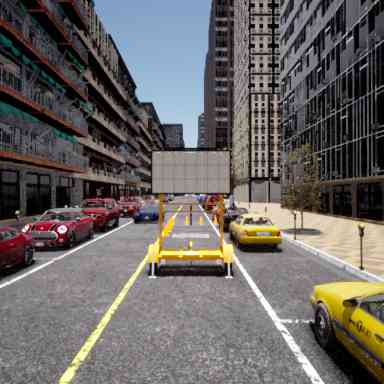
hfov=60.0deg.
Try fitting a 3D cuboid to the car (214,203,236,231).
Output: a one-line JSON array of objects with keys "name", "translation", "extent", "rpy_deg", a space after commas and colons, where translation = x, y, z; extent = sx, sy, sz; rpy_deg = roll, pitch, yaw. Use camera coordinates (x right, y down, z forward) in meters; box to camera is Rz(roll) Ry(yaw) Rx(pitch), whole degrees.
[{"name": "car", "translation": [2.621, 1.580, 20.221], "extent": [1.947, 1.339, 4.313], "rpy_deg": [0, 0, 0]}]

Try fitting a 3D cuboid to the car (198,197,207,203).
[{"name": "car", "translation": [2.409, 1.742, 76.854], "extent": [1.802, 1.307, 4.206], "rpy_deg": [0, 0, 0]}]

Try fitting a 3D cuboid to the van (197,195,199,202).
[{"name": "van", "translation": [2.431, 1.480, 71.191], "extent": [1.690, 1.788, 3.998], "rpy_deg": [0, 0, 0]}]

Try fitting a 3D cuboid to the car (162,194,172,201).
[{"name": "car", "translation": [-5.950, 1.704, 71.159], "extent": [1.947, 1.339, 4.313], "rpy_deg": [0, 0, 0]}]

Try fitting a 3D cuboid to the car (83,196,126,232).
[{"name": "car", "translation": [-5.757, 1.329, 20.191], "extent": [2.192, 1.841, 5.009], "rpy_deg": [0, 0, 0]}]

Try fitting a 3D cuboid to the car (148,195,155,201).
[{"name": "car", "translation": [-5.843, 1.364, 42.844], "extent": [2.192, 1.841, 5.009], "rpy_deg": [0, 0, 0]}]

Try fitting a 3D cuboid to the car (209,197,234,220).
[{"name": "car", "translation": [2.600, 1.460, 25.884], "extent": [1.967, 1.590, 4.097], "rpy_deg": [0, 0, 0]}]

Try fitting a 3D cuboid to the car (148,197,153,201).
[{"name": "car", "translation": [-5.822, 1.562, 37.011], "extent": [1.752, 1.417, 4.829], "rpy_deg": [0, 0, 0]}]

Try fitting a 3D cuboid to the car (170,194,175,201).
[{"name": "car", "translation": [-6.013, 1.772, 88.148], "extent": [1.947, 1.339, 4.313], "rpy_deg": [0, 0, 0]}]

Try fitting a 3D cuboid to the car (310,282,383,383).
[{"name": "car", "translation": [2.684, 1.526, 3.403], "extent": [1.752, 1.417, 4.829], "rpy_deg": [0, 0, 0]}]

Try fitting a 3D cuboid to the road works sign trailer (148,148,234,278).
[{"name": "road works sign trailer", "translation": [-0.030, 0.468, 10.081], "extent": [2.380, 3.560, 2.880], "rpy_deg": [0, 0, 0]}]

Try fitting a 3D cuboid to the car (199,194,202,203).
[{"name": "car", "translation": [2.516, 1.378, 48.537], "extent": [2.192, 1.841, 5.009], "rpy_deg": [0, 0, 0]}]

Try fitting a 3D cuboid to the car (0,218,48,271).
[{"name": "car", "translation": [-5.717, 1.585, 8.864], "extent": [1.802, 1.307, 4.206], "rpy_deg": [0, 0, 0]}]

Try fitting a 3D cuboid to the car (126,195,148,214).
[{"name": "car", "translation": [-5.800, 1.342, 31.516], "extent": [2.192, 1.841, 5.009], "rpy_deg": [0, 0, 0]}]

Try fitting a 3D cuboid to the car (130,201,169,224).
[{"name": "car", "translation": [-3.091, 1.583, 24.804], "extent": [1.994, 1.385, 4.181], "rpy_deg": [0, 0, 0]}]

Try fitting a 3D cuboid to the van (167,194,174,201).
[{"name": "van", "translation": [-6.034, 1.575, 93.813], "extent": [1.690, 1.788, 3.998], "rpy_deg": [0, 0, 0]}]

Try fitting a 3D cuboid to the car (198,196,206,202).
[{"name": "car", "translation": [2.388, 1.764, 82.516], "extent": [1.802, 1.307, 4.206], "rpy_deg": [0, 0, 0]}]

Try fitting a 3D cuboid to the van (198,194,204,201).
[{"name": "van", "translation": [2.367, 1.547, 88.180], "extent": [1.690, 1.788, 3.998], "rpy_deg": [0, 0, 0]}]

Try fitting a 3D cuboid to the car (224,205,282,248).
[{"name": "car", "translation": [2.642, 1.533, 14.728], "extent": [1.752, 1.417, 4.829], "rpy_deg": [0, 0, 0]}]

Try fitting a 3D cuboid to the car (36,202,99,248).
[{"name": "car", "translation": [-5.737, 1.447, 14.527], "extent": [1.967, 1.590, 4.097], "rpy_deg": [0, 0, 0]}]

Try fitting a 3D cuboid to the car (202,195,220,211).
[{"name": "car", "translation": [2.559, 1.352, 37.212], "extent": [2.192, 1.841, 5.009], "rpy_deg": [0, 0, 0]}]
